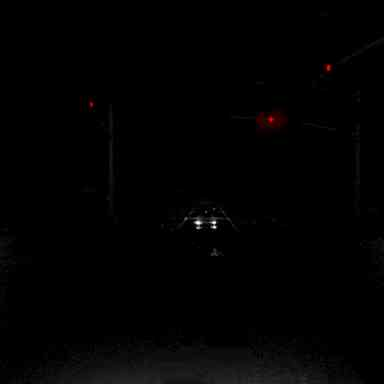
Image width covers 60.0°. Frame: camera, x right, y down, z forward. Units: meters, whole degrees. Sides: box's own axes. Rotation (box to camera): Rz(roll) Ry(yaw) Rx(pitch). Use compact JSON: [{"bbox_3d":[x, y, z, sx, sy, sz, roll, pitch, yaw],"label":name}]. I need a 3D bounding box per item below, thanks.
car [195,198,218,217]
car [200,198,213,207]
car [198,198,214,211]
[{"bbox_3d":[1.349,1.491,31.492,1.812,1.442,4.674,0,0,3],"label":"car"},{"bbox_3d":[2.265,1.566,50.784,1.895,1.301,4.718,0,0,3],"label":"car"},{"bbox_3d":[1.776,1.470,40.647,1.837,1.490,4.892,0,0,3],"label":"car"}]
